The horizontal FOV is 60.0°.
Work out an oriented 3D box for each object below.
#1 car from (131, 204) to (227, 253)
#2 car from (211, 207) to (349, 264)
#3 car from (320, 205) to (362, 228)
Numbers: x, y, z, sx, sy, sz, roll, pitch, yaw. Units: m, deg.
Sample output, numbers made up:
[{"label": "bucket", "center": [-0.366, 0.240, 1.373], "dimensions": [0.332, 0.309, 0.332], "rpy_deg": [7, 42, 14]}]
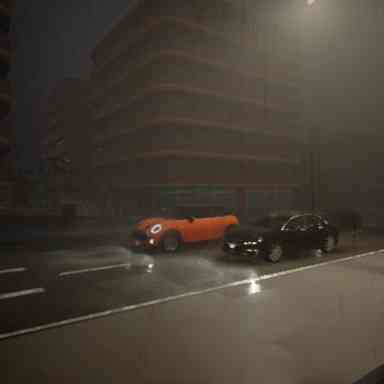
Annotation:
[{"label": "car", "center": [-0.204, 1.307, 13.664], "dimensions": [4.553, 1.767, 2.097], "rpy_deg": [-1, 0, -35]}, {"label": "car", "center": [3.241, 1.452, 11.770], "dimensions": [4.892, 1.490, 1.837], "rpy_deg": [0, 0, -35]}, {"label": "car", "center": [8.181, 1.460, 19.632], "dimensions": [4.181, 1.385, 1.994], "rpy_deg": [0, 0, -37]}]
